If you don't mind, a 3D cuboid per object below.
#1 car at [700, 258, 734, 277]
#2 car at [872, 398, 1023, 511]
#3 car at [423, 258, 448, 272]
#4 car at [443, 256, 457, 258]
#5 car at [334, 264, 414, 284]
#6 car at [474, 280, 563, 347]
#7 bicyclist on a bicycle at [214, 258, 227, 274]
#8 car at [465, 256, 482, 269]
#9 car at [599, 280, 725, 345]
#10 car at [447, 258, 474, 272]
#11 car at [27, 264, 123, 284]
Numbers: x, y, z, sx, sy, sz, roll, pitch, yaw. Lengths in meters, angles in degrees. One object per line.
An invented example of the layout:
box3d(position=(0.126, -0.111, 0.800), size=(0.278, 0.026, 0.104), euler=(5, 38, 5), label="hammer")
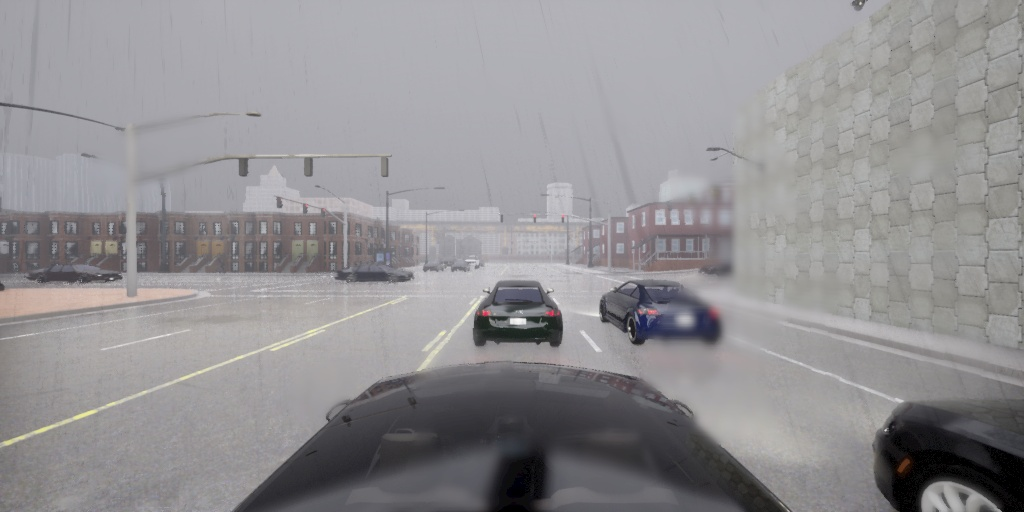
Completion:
box3d(position=(18.535, 0.854, 29.630), size=(5.357, 1.411, 2.033), euler=(-5, 0, 1), label="car")
box3d(position=(3.584, 1.255, 0.624), size=(1.837, 1.490, 4.892), euler=(0, 0, 1), label="car")
box3d(position=(-10.047, 1.297, 46.475), size=(2.033, 1.411, 5.357), euler=(0, 0, 1), label="car")
box3d(position=(-9.920, 0.970, 56.699), size=(2.150, 2.045, 5.566), euler=(0, 0, 1), label="car")
box3d(position=(-9.994, 1.297, 26.187), size=(5.357, 1.411, 2.033), euler=(0, 0, 0), label="car")
box3d(position=(0.164, 1.314, 9.377), size=(1.994, 1.385, 4.181), euler=(0, 0, 1), label="car")
box3d(position=(-30.389, 1.053, 37.354), size=(0.582, 1.620, 1.656), euler=(0, 0, 1), label="bicyclist on a bicycle")
box3d(position=(-6.423, 0.970, 56.588), size=(2.150, 2.045, 5.566), euler=(0, 0, 1), label="car")
box3d(position=(3.668, 1.314, 9.536), size=(1.994, 1.385, 4.181), euler=(0, 0, 1), label="car")
box3d(position=(-6.551, 1.297, 46.202), size=(2.033, 1.411, 5.357), euler=(0, 0, 1), label="car")
box3d(position=(-32.094, 1.297, 26.384), size=(5.357, 1.411, 2.033), euler=(0, 0, 1), label="car")
